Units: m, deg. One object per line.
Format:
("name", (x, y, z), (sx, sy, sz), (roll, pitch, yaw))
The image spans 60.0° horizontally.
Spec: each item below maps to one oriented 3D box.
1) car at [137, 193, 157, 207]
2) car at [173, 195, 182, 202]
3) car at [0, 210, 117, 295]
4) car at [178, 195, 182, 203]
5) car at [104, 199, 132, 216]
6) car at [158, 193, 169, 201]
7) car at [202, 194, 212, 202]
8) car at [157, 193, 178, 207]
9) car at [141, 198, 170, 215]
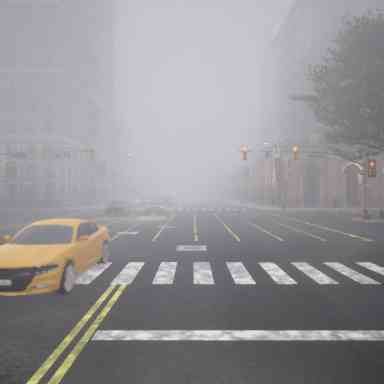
("car", (-7.176, 1.352, 51.361), (2.097, 1.767, 4.553), (0, 0, 0))
("car", (-3.434, 1.534, 80.400), (2.033, 1.411, 5.357), (0, 0, 1))
("car", (-3.614, 1.477, 8.919), (1.882, 1.535, 5.008), (0, 0, 0))
("car", (-3.539, 1.492, 68.878), (2.128, 1.511, 4.902), (0, 0, 1))
("car", (-7.153, 1.477, 32.577), (1.882, 1.535, 5.008), (0, 0, 0))
("car", (-6.924, 1.217, 81.561), (2.150, 2.045, 5.566), (0, 0, 1))
("car", (3.548, 1.355, 78.333), (2.097, 1.767, 4.553), (0, 0, 1))
("car", (-3.677, 1.352, 50.781), (2.097, 1.767, 4.553), (0, 0, 0))
("car", (-3.653, 1.601, 33.961), (1.895, 1.301, 4.718), (0, 0, 0))
